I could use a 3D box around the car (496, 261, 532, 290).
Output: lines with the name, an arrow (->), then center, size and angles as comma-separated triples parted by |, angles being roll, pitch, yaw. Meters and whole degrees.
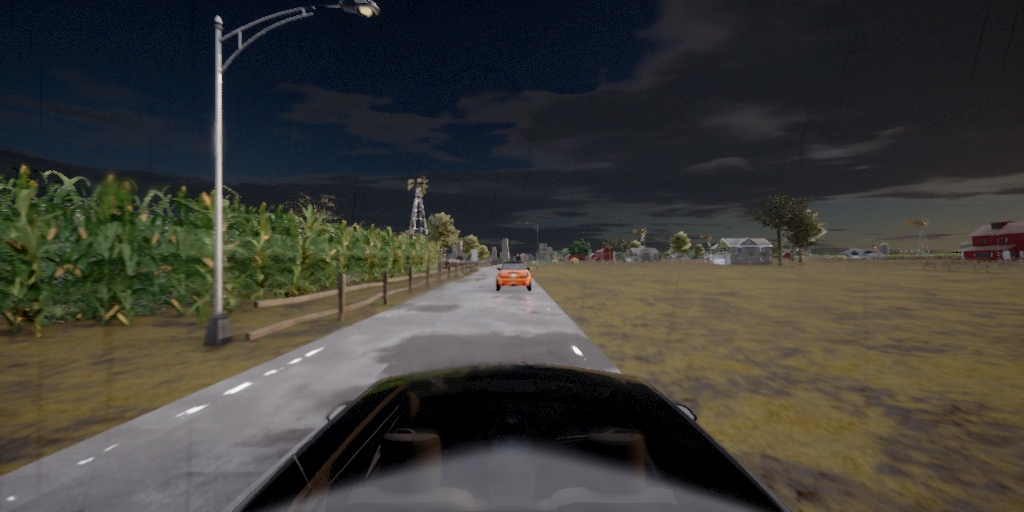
car -> 0.099, 1.127, 22.627 | 2.097, 1.767, 4.553 | 0, 0, 0
